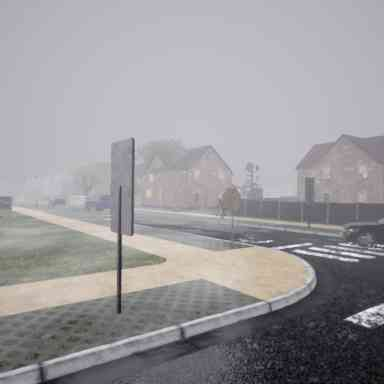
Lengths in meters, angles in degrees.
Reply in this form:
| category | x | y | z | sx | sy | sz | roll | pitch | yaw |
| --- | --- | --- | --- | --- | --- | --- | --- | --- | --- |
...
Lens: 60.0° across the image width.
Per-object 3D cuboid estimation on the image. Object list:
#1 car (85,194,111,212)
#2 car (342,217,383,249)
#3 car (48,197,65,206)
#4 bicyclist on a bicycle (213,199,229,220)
| category | x | y | z | sx | sy | sz | roll | pitch | yaw |
| --- | --- | --- | --- | --- | --- | --- | --- | --- | --- |
| car | -10.746 | 1.241 | 39.115 | 2.150 | 2.045 | 5.566 | 1 | -1 | -36 |
| car | 8.650 | 1.546 | 13.540 | 4.674 | 1.442 | 1.812 | 0 | 1 | 17 |
| car | -22.616 | 1.588 | 55.574 | 1.837 | 1.490 | 4.892 | 1 | -1 | -36 |
| bicyclist on a bicycle | 2.296 | 1.348 | 25.991 | 1.656 | 1.620 | 0.582 | 0 | 0 | -36 |
